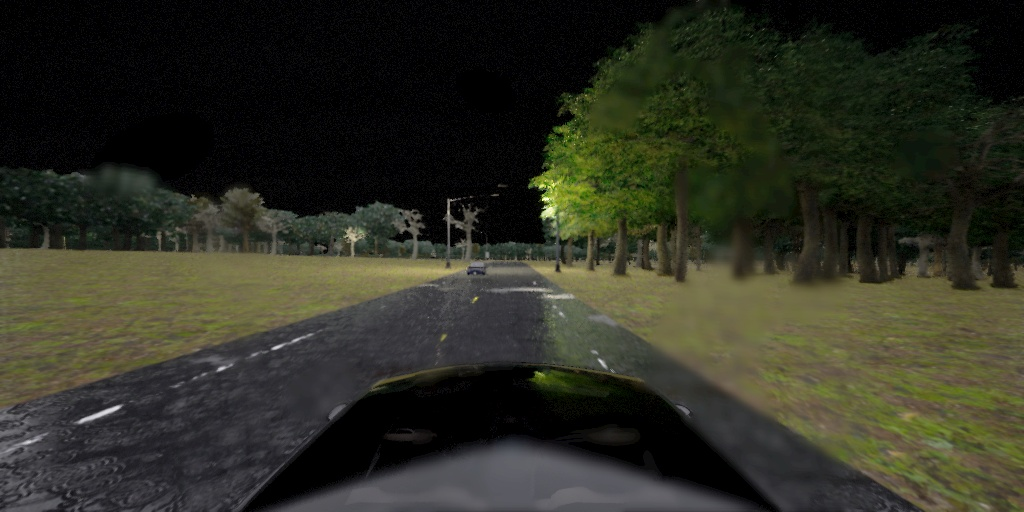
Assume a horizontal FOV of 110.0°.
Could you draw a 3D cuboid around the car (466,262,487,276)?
[{"bbox_3d":[-3.604,1.314,37.668,2.033,1.411,5.357,0,0,0],"label":"car"}]
